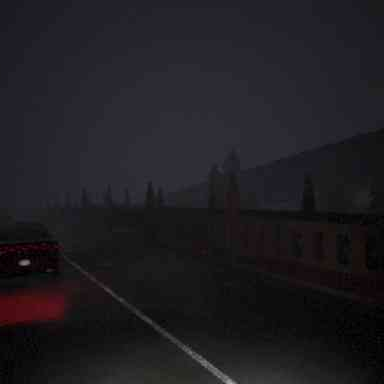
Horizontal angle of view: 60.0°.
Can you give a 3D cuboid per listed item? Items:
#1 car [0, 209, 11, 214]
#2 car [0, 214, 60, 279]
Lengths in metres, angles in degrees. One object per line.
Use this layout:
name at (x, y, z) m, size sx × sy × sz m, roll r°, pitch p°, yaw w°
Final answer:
car at (-16.275, 2.098, 27.952) m, size 1.895 × 1.301 × 4.718 m, roll -1°, pitch -1°, yaw -32°
car at (-5.453, 1.645, 10.386) m, size 1.882 × 1.535 × 5.008 m, roll -1°, pitch 0°, yaw -32°
